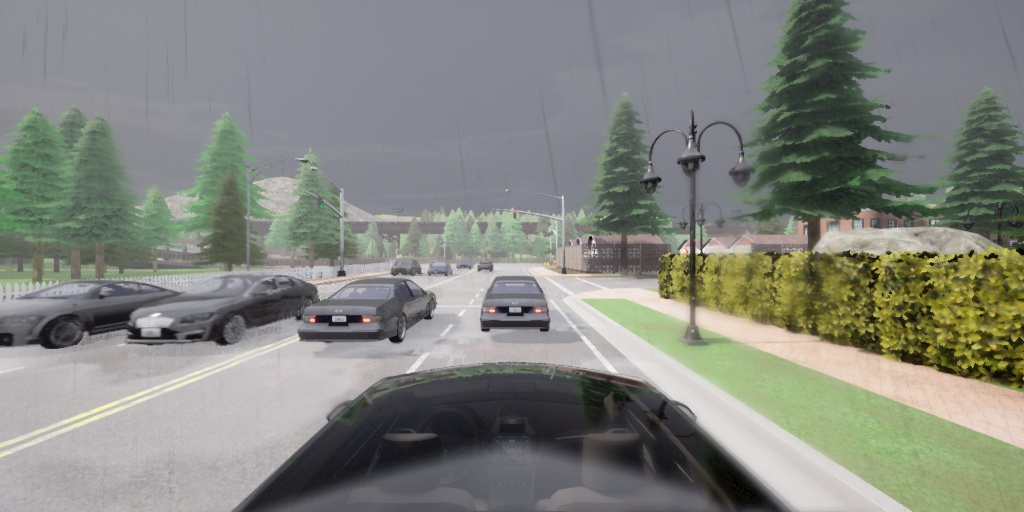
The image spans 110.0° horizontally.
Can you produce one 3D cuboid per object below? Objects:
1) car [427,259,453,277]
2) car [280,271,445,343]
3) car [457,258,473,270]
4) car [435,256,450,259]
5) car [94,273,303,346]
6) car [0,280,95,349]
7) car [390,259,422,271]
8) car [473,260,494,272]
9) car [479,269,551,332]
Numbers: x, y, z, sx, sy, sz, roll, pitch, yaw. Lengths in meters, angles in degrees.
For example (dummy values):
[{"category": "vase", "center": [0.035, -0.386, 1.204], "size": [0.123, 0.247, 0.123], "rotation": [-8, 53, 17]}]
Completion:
[{"category": "car", "center": [-7.081, 1.275, 35.619], "size": [1.812, 1.442, 4.674], "rotation": [0, 0, 0]}, {"category": "car", "center": [-3.416, 1.297, 9.624], "size": [2.033, 1.411, 5.357], "rotation": [0, 0, 0]}, {"category": "car", "center": [-6.995, 1.153, 53.806], "size": [2.097, 1.767, 4.553], "rotation": [0, 0, 0]}, {"category": "car", "center": [-10.495, 0.966, 53.747], "size": [2.150, 2.045, 5.566], "rotation": [0, 0, 0]}, {"category": "car", "center": [-7.099, 1.241, 9.501], "size": [2.128, 1.511, 4.902], "rotation": [0, 0, 0]}, {"category": "car", "center": [-10.599, 1.314, 8.987], "size": [1.994, 1.385, 4.181], "rotation": [0, 0, 0]}, {"category": "car", "center": [-10.591, 1.101, 36.089], "size": [2.097, 1.767, 4.553], "rotation": [0, 0, 0]}, {"category": "car", "center": [-3.395, 1.239, 46.714], "size": [2.128, 1.511, 4.902], "rotation": [0, 0, 0]}, {"category": "car", "center": [0.085, 1.297, 10.839], "size": [2.033, 1.411, 5.357], "rotation": [0, 0, 0]}]
